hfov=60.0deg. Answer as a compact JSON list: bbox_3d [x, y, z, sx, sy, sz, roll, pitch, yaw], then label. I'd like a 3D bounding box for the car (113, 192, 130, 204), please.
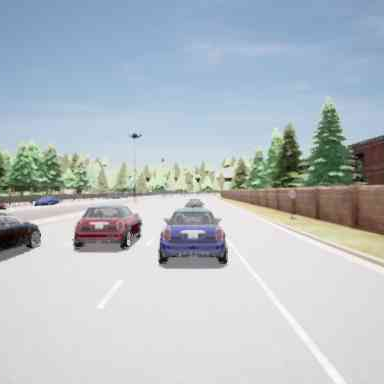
[{"bbox_3d":[-13.107,1.082,62.166,2.150,2.045,5.566,0,-1,-1],"label":"car"}]

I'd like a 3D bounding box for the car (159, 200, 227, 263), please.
[{"bbox_3d":[0.024,1.324,11.987,2.097,1.767,4.553,0,0,0],"label":"car"}]

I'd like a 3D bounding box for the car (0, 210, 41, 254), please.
[{"bbox_3d":[-6.975,1.467,11.429,2.128,1.511,4.902,0,0,0],"label":"car"}]

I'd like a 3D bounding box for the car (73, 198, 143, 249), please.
[{"bbox_3d":[-3.481,1.319,14.596,2.097,1.767,4.553,0,0,0],"label":"car"}]
